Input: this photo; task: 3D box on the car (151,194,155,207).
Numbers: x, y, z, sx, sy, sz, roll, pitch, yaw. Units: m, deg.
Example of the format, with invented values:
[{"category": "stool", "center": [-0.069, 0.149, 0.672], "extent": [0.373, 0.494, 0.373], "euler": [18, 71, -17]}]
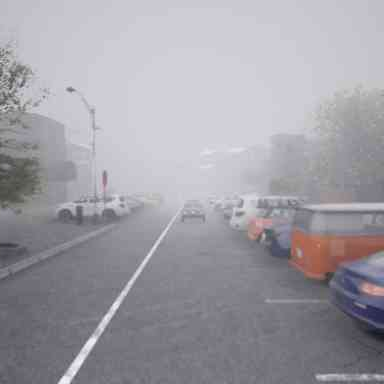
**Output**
[{"category": "car", "center": [-7.684, 1.425, 43.377], "extent": [4.892, 1.521, 2.231], "euler": [0, 0, 0]}]

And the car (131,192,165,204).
[{"category": "car", "center": [-7.649, 1.078, 58.092], "extent": [5.566, 2.045, 2.435], "euler": [0, 1, 0]}]

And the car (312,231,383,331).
[{"category": "car", "center": [4.648, 1.513, 5.267], "extent": [4.674, 1.452, 2.002], "euler": [0, 0, 0]}]

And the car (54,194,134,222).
[{"category": "car", "center": [-7.707, 1.195, 25.873], "extent": [5.566, 2.045, 2.435], "euler": [0, 0, 0]}]

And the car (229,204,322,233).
[{"category": "car", "center": [4.680, 1.484, 19.235], "extent": [4.792, 1.488, 2.163], "euler": [0, 0, 0]}]

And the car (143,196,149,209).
[{"category": "car", "center": [-7.707, 1.461, 37.626], "extent": [4.792, 1.488, 2.163], "euler": [0, 0, 0]}]

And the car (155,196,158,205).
[{"category": "car", "center": [-7.863, 1.417, 46.440], "extent": [5.366, 1.575, 1.946], "euler": [0, 0, 0]}]

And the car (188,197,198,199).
[{"category": "car", "center": [0.102, 1.449, 42.939], "extent": [1.837, 1.490, 4.892], "euler": [0, 0, 0]}]

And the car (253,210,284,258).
[{"category": "car", "center": [4.678, 1.495, 10.856], "extent": [4.792, 1.488, 2.163], "euler": [0, 0, 0]}]

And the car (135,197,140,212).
[{"category": "car", "center": [-7.676, 1.479, 31.624], "extent": [4.674, 1.452, 2.002], "euler": [0, 0, 0]}]

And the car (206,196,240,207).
[{"category": "car", "center": [4.659, 1.416, 49.962], "extent": [4.892, 1.521, 2.231], "euler": [0, 0, 0]}]

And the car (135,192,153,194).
[{"category": "car", "center": [-7.647, 1.282, 52.321], "extent": [4.553, 1.767, 2.185], "euler": [0, 0, 0]}]

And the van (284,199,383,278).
[{"category": "van", "center": [4.767, 1.243, 8.060], "extent": [4.442, 1.987, 1.878], "euler": [0, 0, 0]}]

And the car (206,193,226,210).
[{"category": "car", "center": [4.623, 1.181, 35.996], "extent": [5.566, 2.045, 2.435], "euler": [0, 0, 0]}]

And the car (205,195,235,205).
[{"category": "car", "center": [4.646, 1.375, 55.565], "extent": [4.892, 1.521, 2.231], "euler": [0, 1, 0]}]

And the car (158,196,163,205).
[{"category": "car", "center": [-7.493, 1.413, 49.379], "extent": [5.366, 1.575, 1.946], "euler": [0, 0, 0]}]

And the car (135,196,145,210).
[{"category": "car", "center": [-7.675, 1.475, 34.687], "extent": [4.674, 1.452, 2.002], "euler": [0, 0, 0]}]

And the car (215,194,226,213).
[{"category": "car", "center": [4.683, 1.314, 30.534], "extent": [4.553, 1.767, 2.185], "euler": [0, 0, 0]}]

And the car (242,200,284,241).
[{"category": "car", "center": [4.619, 1.336, 13.647], "extent": [4.553, 1.767, 2.185], "euler": [0, 0, 0]}]

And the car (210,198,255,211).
[{"category": "car", "center": [4.646, 1.429, 38.791], "extent": [5.008, 1.535, 2.097], "euler": [0, 0, 0]}]

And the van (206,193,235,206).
[{"category": "van", "center": [4.536, 1.179, 52.755], "extent": [4.442, 1.987, 1.878], "euler": [0, 1, 0]}]

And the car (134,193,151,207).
[{"category": "car", "center": [-7.709, 1.302, 40.564], "extent": [4.553, 1.767, 2.185], "euler": [0, 0, 0]}]

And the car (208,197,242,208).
[{"category": "car", "center": [4.654, 1.458, 47.172], "extent": [4.674, 1.452, 2.002], "euler": [0, 0, 0]}]

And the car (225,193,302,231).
[{"category": "car", "center": [4.678, 1.207, 16.442], "extent": [5.566, 2.045, 2.435], "euler": [0, 0, 0]}]

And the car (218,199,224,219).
[{"category": "car", "center": [4.621, 1.477, 24.824], "extent": [4.792, 1.488, 2.163], "euler": [0, 0, 0]}]

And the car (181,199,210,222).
[{"category": "car", "center": [0.102, 1.513, 26.284], "extent": [2.033, 1.411, 5.357], "euler": [0, 0, 0]}]
